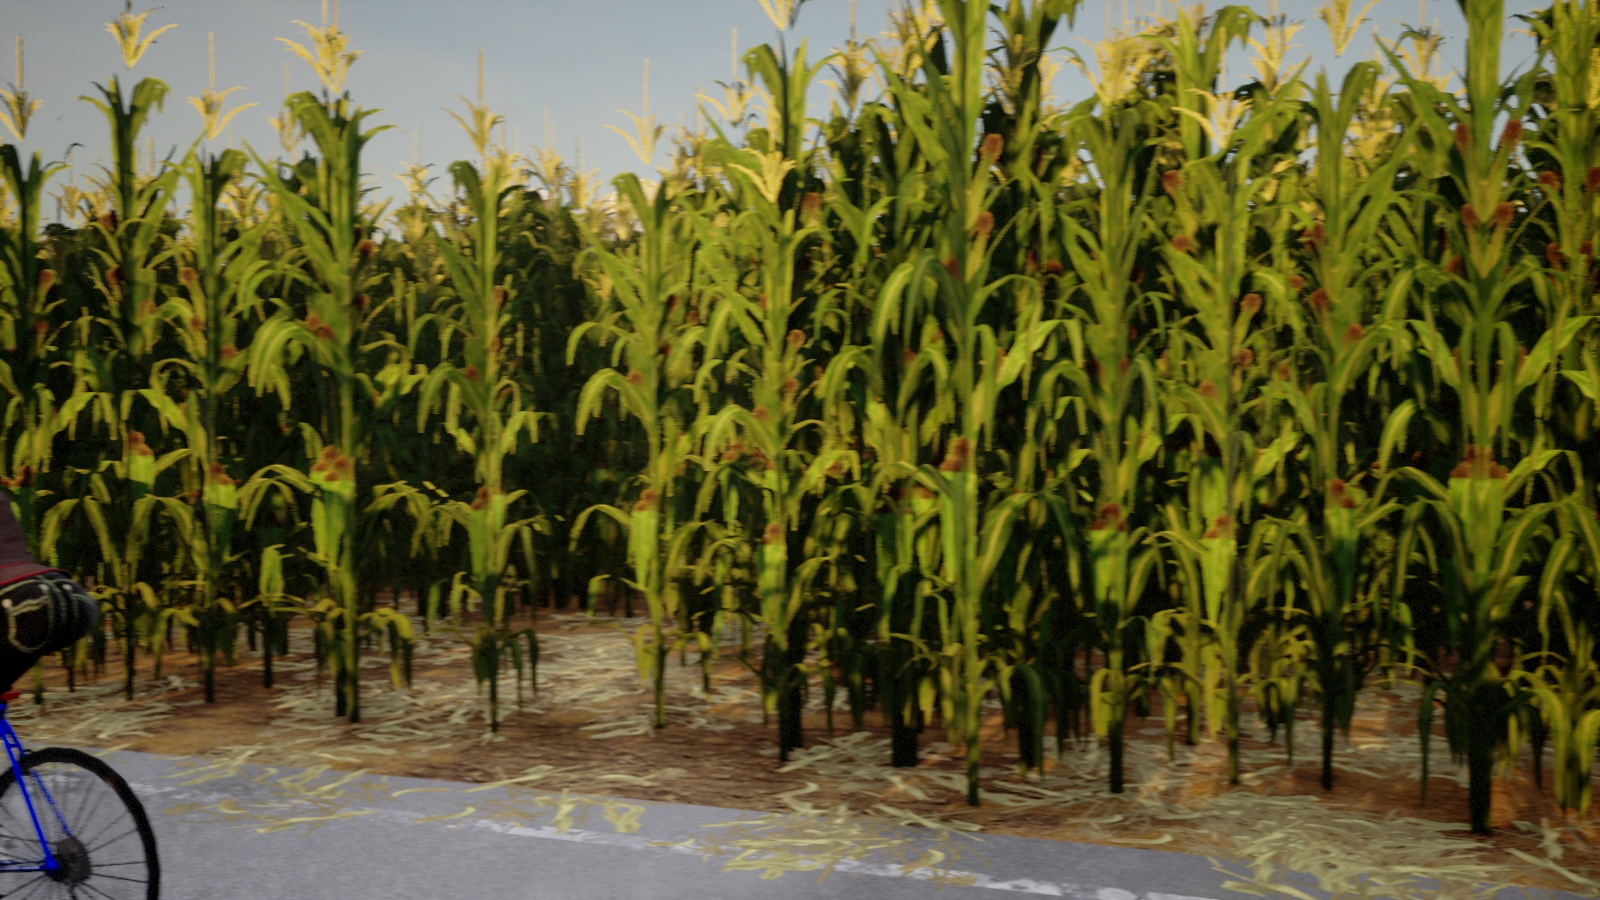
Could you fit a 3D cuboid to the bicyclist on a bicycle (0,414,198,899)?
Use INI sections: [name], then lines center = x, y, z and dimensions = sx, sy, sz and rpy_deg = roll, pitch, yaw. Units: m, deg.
[bicyclist on a bicycle]
center = -2.706, 0.710, 3.777
dimensions = 1.656, 1.620, 0.582
rpy_deg = 0, 1, 18
